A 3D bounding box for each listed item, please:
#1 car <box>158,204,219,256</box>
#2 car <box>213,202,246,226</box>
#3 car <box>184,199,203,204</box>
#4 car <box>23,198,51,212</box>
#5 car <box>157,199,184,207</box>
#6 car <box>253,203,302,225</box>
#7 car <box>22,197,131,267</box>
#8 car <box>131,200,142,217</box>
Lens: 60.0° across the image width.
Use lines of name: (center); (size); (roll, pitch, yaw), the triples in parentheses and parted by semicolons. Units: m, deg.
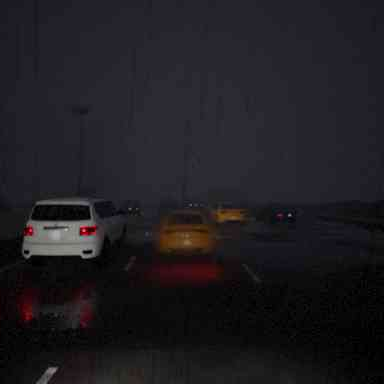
car: (-0.289, 1.450, 13.067); (1.882, 1.535, 5.008); (0, 0, -3)
car: (2.341, 1.436, 23.275); (1.882, 1.535, 5.008); (0, 0, -6)
car: (0.000, 1.469, 38.958); (2.033, 1.411, 5.357); (0, 0, -11)
car: (-17.682, 1.460, 38.184); (1.994, 1.385, 4.181); (0, 0, -12)
car: (-2.166, 1.409, 31.069); (1.882, 1.535, 5.008); (0, 0, -8)
car: (5.900, 1.514, 23.525); (2.033, 1.411, 5.357); (0, 0, -6)
car: (-3.676, 1.189, 11.411); (2.150, 2.045, 5.566); (0, 0, -2)
car: (-5.606, 1.472, 30.610); (2.033, 1.411, 5.357); (0, 0, -9)
